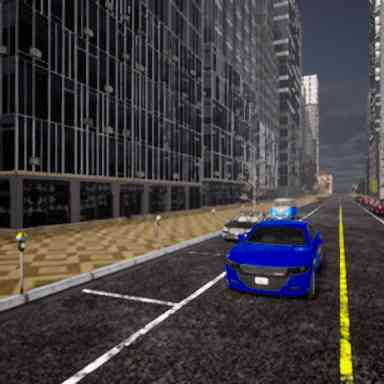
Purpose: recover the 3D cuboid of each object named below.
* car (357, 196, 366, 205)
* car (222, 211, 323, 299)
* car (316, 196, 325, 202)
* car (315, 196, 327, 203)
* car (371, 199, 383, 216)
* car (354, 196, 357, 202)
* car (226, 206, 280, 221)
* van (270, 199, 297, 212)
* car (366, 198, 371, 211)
[{"bbox_3d":[31.322,1.688,59.891,1.887,1.381,4.507,0,0,24],"label":"car"},{"bbox_3d":[2.408,1.509,8.912,1.882,1.535,5.008,0,0,24],"label":"car"},{"bbox_3d":[30.611,1.741,78.907,1.802,1.307,4.206,0,0,24],"label":"car"},{"bbox_3d":[28.296,1.701,73.705,1.887,1.381,4.507,0,0,24],"label":"car"},{"bbox_3d":[19.750,1.540,33.888,1.967,1.590,4.097,0,0,24],"label":"car"},{"bbox_3d":[38.265,1.722,75.493,1.947,1.339,4.313,0,0,24],"label":"car"},{"bbox_3d":[2.837,1.605,16.495,2.008,1.369,4.403,0,0,24],"label":"car"},{"bbox_3d":[7.466,1.423,26.897,1.690,1.788,3.998,0,0,24],"label":"van"},{"bbox_3d":[22.064,1.550,39.088,1.967,1.590,4.097,0,0,24],"label":"car"}]
